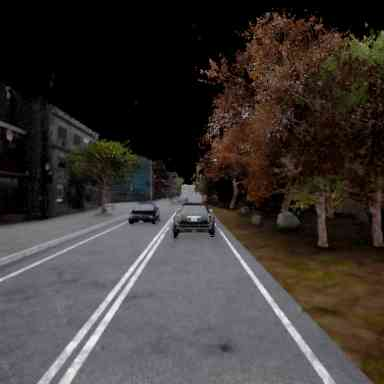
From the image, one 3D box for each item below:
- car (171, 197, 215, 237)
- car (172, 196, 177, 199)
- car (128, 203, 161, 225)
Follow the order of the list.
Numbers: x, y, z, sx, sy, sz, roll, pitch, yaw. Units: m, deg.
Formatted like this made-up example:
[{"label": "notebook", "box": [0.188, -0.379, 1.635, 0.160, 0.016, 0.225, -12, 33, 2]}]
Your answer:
[{"label": "car", "box": [0.100, 1.354, 18.243, 2.097, 1.767, 4.553, 0, 0, 0]}, {"label": "car", "box": [-3.160, 1.631, 65.223, 2.128, 1.511, 4.902, 0, 0, 1]}, {"label": "car", "box": [-3.351, 1.550, 24.430, 2.033, 1.411, 5.357, 0, 0, 0]}]
